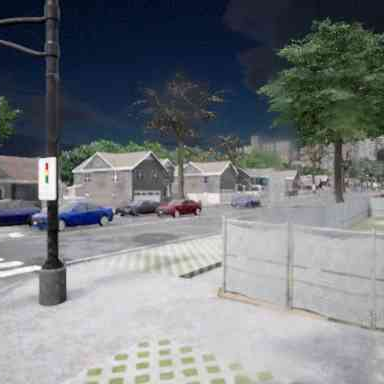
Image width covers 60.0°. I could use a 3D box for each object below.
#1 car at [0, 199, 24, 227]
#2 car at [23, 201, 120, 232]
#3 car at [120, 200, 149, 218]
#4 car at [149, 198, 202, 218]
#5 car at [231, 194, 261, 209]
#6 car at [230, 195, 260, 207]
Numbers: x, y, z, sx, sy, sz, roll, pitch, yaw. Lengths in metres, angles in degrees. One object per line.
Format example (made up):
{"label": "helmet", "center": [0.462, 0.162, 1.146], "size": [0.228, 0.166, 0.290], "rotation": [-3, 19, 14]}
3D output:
{"label": "car", "center": [-11.218, 1.286, 19.402], "size": [2.097, 1.767, 4.553], "rotation": [0, 0, 34]}
{"label": "car", "center": [-6.980, 1.385, 19.864], "size": [1.882, 1.535, 5.008], "rotation": [0, 0, 34]}
{"label": "car", "center": [-4.403, 1.423, 29.356], "size": [2.033, 1.411, 5.357], "rotation": [0, 0, 34]}
{"label": "car", "center": [-1.047, 1.326, 28.504], "size": [1.882, 1.535, 5.008], "rotation": [0, 0, 35]}
{"label": "car", "center": [6.493, 1.067, 39.482], "size": [2.097, 1.767, 4.553], "rotation": [0, 0, 35]}
{"label": "car", "center": [7.508, 1.190, 46.637], "size": [2.033, 1.411, 5.357], "rotation": [0, 1, 35]}
